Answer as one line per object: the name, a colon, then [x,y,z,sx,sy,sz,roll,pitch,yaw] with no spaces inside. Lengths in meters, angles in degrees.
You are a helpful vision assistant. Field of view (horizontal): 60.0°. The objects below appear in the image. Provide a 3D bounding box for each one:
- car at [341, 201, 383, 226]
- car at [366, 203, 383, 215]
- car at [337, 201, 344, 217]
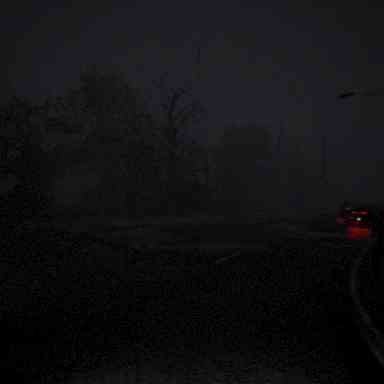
car: [12.593,1.599,23.892,1.837,1.490,4.892,0,-1,40]
car: [23.027,2.068,40.861,1.994,1.385,4.181,0,-1,42]
car: [16.217,1.646,33.202,2.097,1.767,4.553,0,-1,42]
